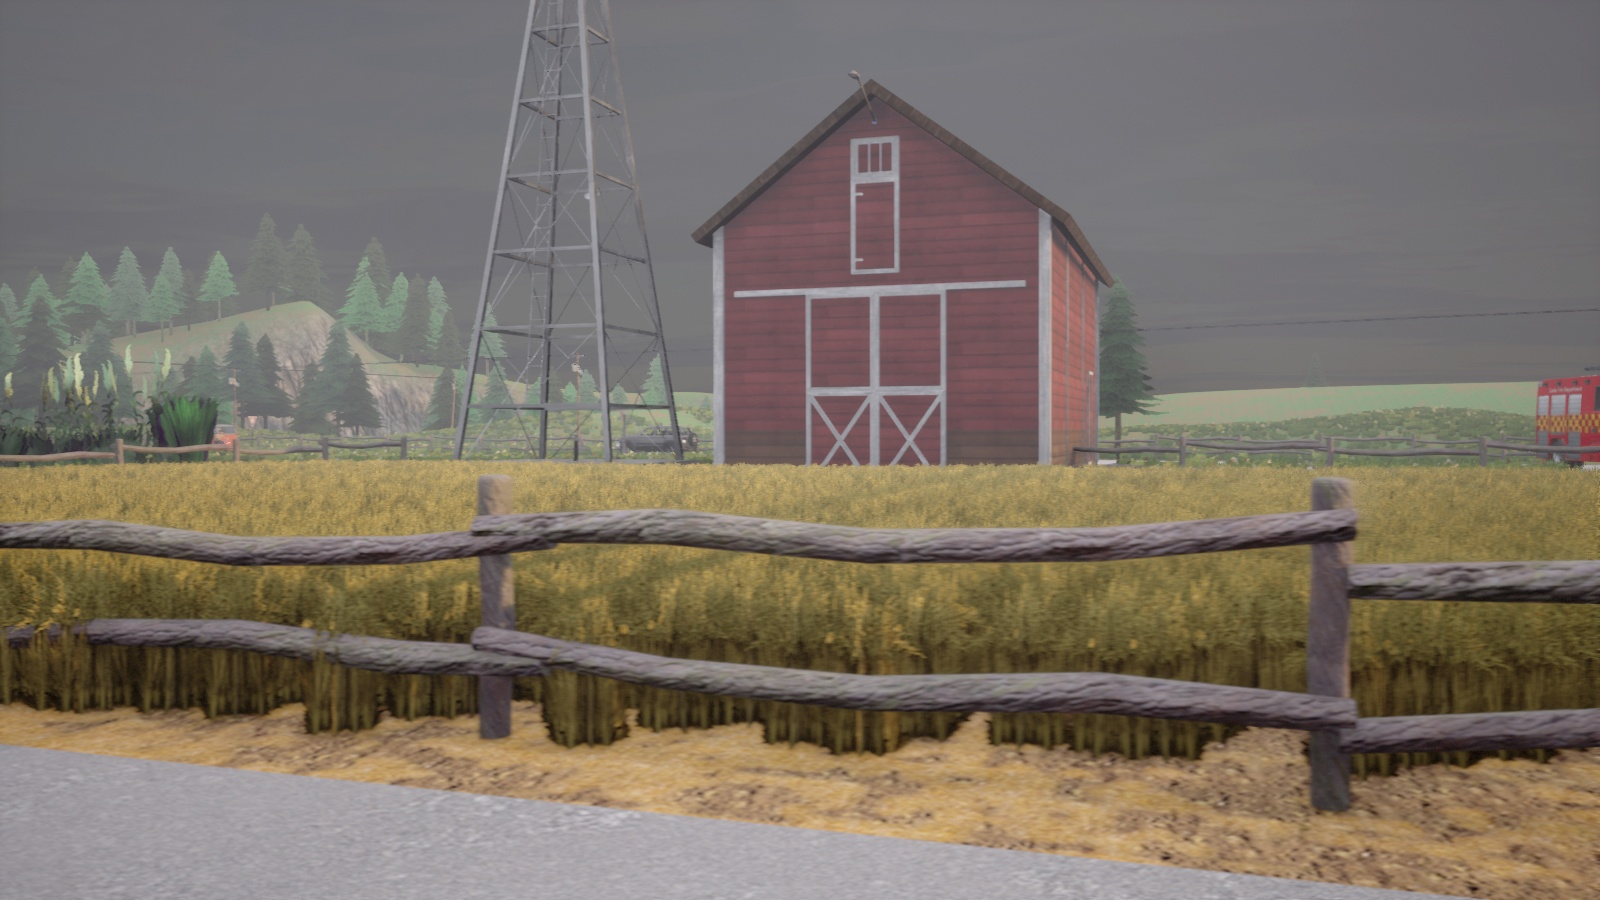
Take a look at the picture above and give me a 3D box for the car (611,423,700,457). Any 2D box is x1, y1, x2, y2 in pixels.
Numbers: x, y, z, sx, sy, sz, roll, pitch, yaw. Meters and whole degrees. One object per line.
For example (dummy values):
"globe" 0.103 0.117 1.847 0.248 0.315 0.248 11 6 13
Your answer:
"car" -8.105 -0.567 70.434 4.605 1.855 1.932 1 1 24

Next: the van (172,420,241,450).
"van" -40.116 -1.042 84.886 4.442 1.987 1.775 1 1 25

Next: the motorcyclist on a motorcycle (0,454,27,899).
"motorcyclist on a motorcycle" -3.686 0.774 4.012 2.191 1.530 0.866 1 1 19

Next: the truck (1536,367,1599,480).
"truck" 28.549 -0.894 42.702 2.891 3.827 8.468 0 1 7
